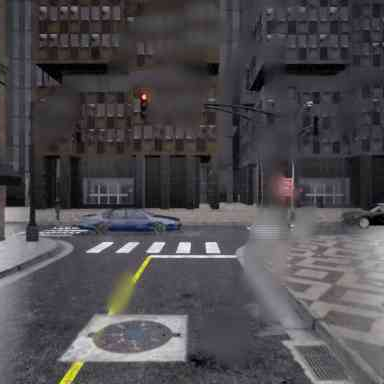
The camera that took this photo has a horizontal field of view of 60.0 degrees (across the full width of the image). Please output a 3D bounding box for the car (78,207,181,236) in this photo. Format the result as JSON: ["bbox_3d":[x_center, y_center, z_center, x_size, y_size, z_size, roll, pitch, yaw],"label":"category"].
[{"bbox_3d":[-3.296,1.549,18.016,5.357,1.411,2.033,0,0,1],"label":"car"}]

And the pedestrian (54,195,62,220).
[{"bbox_3d":[-9.812,1.152,24.334,0.375,1.860,0.375,0,0,1],"label":"pedestrian"}]

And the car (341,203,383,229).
[{"bbox_3d":[12.058,1.458,21.032,5.008,1.535,1.882,0,0,1],"label":"car"}]
